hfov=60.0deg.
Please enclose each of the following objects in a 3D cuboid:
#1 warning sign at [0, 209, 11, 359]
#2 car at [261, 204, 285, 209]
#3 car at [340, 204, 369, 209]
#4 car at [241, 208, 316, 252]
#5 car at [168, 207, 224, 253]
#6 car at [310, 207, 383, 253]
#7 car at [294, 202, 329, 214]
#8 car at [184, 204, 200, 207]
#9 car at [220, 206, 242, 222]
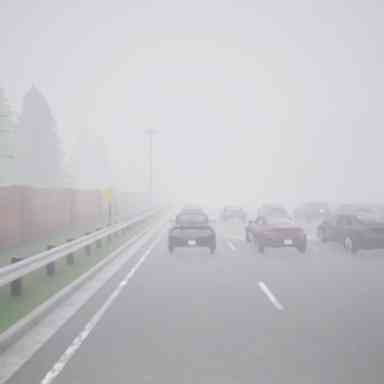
[{"bbox_3d":[-3.049,1.153,3.870,1.300,1.860,1.060,0,-1,0],"label":"warning sign"},{"bbox_3d":[7.006,1.783,29.299,1.837,1.490,4.892,0,0,0],"label":"car"},{"bbox_3d":[14.006,1.782,29.306,1.837,1.490,4.892,0,0,0],"label":"car"},{"bbox_3d":[3.505,1.661,14.381,1.812,1.442,4.674,0,0,0],"label":"car"},{"bbox_3d":[0.005,1.627,14.294,2.128,1.511,4.902,0,0,0],"label":"car"},{"bbox_3d":[7.005,1.642,14.301,1.837,1.490,4.892,0,0,0],"label":"car"},{"bbox_3d":[10.505,1.623,29.079,2.097,1.767,4.553,0,-1,0],"label":"car"},{"bbox_3d":[0.008,1.755,29.471,1.882,1.535,5.008,0,0,0],"label":"car"},{"bbox_3d":[3.504,1.874,29.102,1.895,1.301,4.718,0,0,0],"label":"car"}]
